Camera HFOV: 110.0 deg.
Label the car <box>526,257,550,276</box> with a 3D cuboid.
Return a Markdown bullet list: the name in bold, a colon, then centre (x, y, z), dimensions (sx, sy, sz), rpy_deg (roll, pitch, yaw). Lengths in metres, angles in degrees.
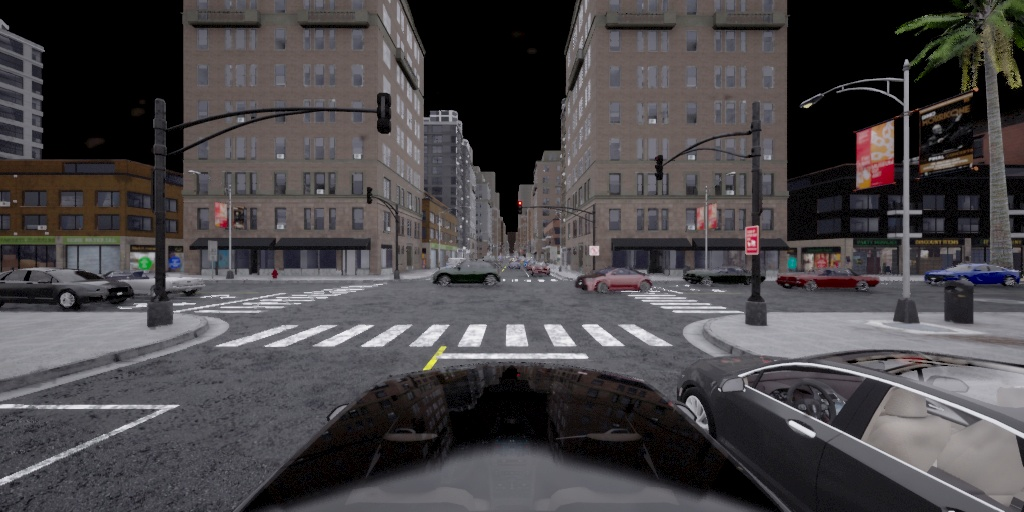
- **car**: centre (2.822, 1.192, 36.943), dimensions (1.967, 1.591, 4.097), rpy_deg (0, 0, 0)

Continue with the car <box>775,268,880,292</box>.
- **car**: centre (18.349, 1.377, 21.046), dimensions (4.718, 1.301, 1.895), rpy_deg (0, 0, 0)

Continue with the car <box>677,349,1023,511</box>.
- **car**: centre (2.669, 1.300, 2.293), dimensions (2.007, 1.370, 4.403), rpy_deg (0, 0, 0)

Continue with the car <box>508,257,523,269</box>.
- **car**: centre (0.341, 1.317, 55.451), dimensions (1.994, 1.385, 4.181), rpy_deg (0, 0, 0)

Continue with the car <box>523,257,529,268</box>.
- **car**: centre (2.876, 1.193, 48.281), dimensions (1.967, 1.591, 4.097), rpy_deg (0, 0, 0)

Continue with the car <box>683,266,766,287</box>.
- **car**: centre (14.257, 1.366, 24.274), dimensions (4.718, 1.301, 1.895), rpy_deg (0, 0, 0)

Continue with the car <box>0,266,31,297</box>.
- **car**: centre (-26.883, 1.235, 17.366), dimensions (4.674, 1.442, 1.812), rpy_deg (0, 0, 0)

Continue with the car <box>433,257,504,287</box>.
- **car**: centre (-2.985, 1.102, 24.188), dimensions (4.553, 1.767, 2.097), rpy_deg (0, 0, 0)

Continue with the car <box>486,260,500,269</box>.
- **car**: centre (-2.852, 1.354, 55.718), dimensions (1.895, 1.301, 4.718), rpy_deg (0, 0, 0)

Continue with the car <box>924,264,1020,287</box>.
- **car**: centre (31.114, 1.274, 24.355), dimensions (5.008, 1.535, 1.882), rpy_deg (0, 0, 0)

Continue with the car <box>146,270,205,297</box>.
- **car**: centre (-17.896, 1.324, 17.410), dimensions (4.718, 1.301, 1.895), rpy_deg (0, 0, 0)

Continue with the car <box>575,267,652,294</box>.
- **car**: centre (5.639, 1.322, 20.032), dimensions (4.181, 1.385, 1.994), rpy_deg (0, 0, -15)

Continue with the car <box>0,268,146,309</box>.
- **car**: centre (-17.937, 1.232, 14.161), dimensions (4.892, 1.490, 1.837), rpy_deg (0, 0, 0)
